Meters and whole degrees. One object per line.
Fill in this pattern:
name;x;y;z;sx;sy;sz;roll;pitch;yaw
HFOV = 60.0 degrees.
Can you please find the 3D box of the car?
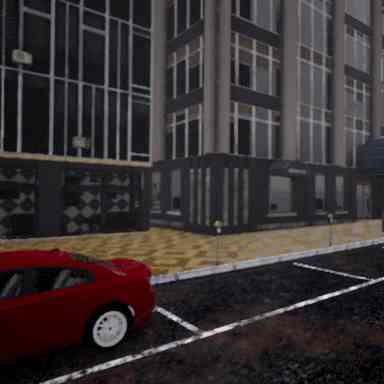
car;-2.683;1.546;4.634;4.507;1.381;1.887;0;1;-35
